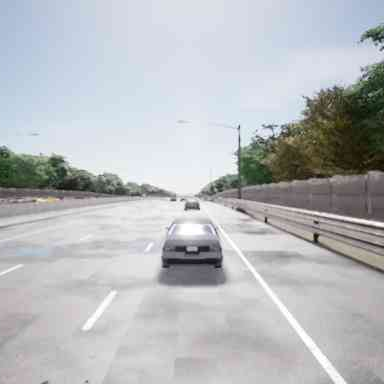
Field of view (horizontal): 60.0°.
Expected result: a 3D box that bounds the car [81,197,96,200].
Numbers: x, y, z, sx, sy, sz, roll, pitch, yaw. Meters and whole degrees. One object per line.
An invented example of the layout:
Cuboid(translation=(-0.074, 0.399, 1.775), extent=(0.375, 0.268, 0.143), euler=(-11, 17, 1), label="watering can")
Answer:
Cuboid(translation=(-17.518, 1.581, 56.415), extent=(2.128, 1.511, 4.902), euler=(0, 0, 1), label="car")

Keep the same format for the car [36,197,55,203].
Cuboid(translation=(-24.512, 1.567, 56.380), extent=(1.882, 1.535, 5.008), euler=(0, 0, 1), label="car")

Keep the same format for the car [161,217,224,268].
Cuboid(translation=(0.005, 1.552, 11.296), extent=(2.033, 1.411, 5.357), euler=(0, 0, 0), label="car")

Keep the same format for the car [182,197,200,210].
Cuboid(translation=(0.021, 1.580, 43.226), extent=(1.994, 1.385, 4.181), euler=(0, 0, 0), label="car")

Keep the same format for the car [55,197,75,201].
Cuboid(translation=(-21.015, 1.615, 56.407), extent=(1.812, 1.442, 4.674), euler=(0, 0, 1), label="car")

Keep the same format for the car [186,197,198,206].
Cuboid(translation=(0.028, 1.603, 59.277), extent=(2.128, 1.511, 4.902), euler=(0, 0, 0), label="car")
